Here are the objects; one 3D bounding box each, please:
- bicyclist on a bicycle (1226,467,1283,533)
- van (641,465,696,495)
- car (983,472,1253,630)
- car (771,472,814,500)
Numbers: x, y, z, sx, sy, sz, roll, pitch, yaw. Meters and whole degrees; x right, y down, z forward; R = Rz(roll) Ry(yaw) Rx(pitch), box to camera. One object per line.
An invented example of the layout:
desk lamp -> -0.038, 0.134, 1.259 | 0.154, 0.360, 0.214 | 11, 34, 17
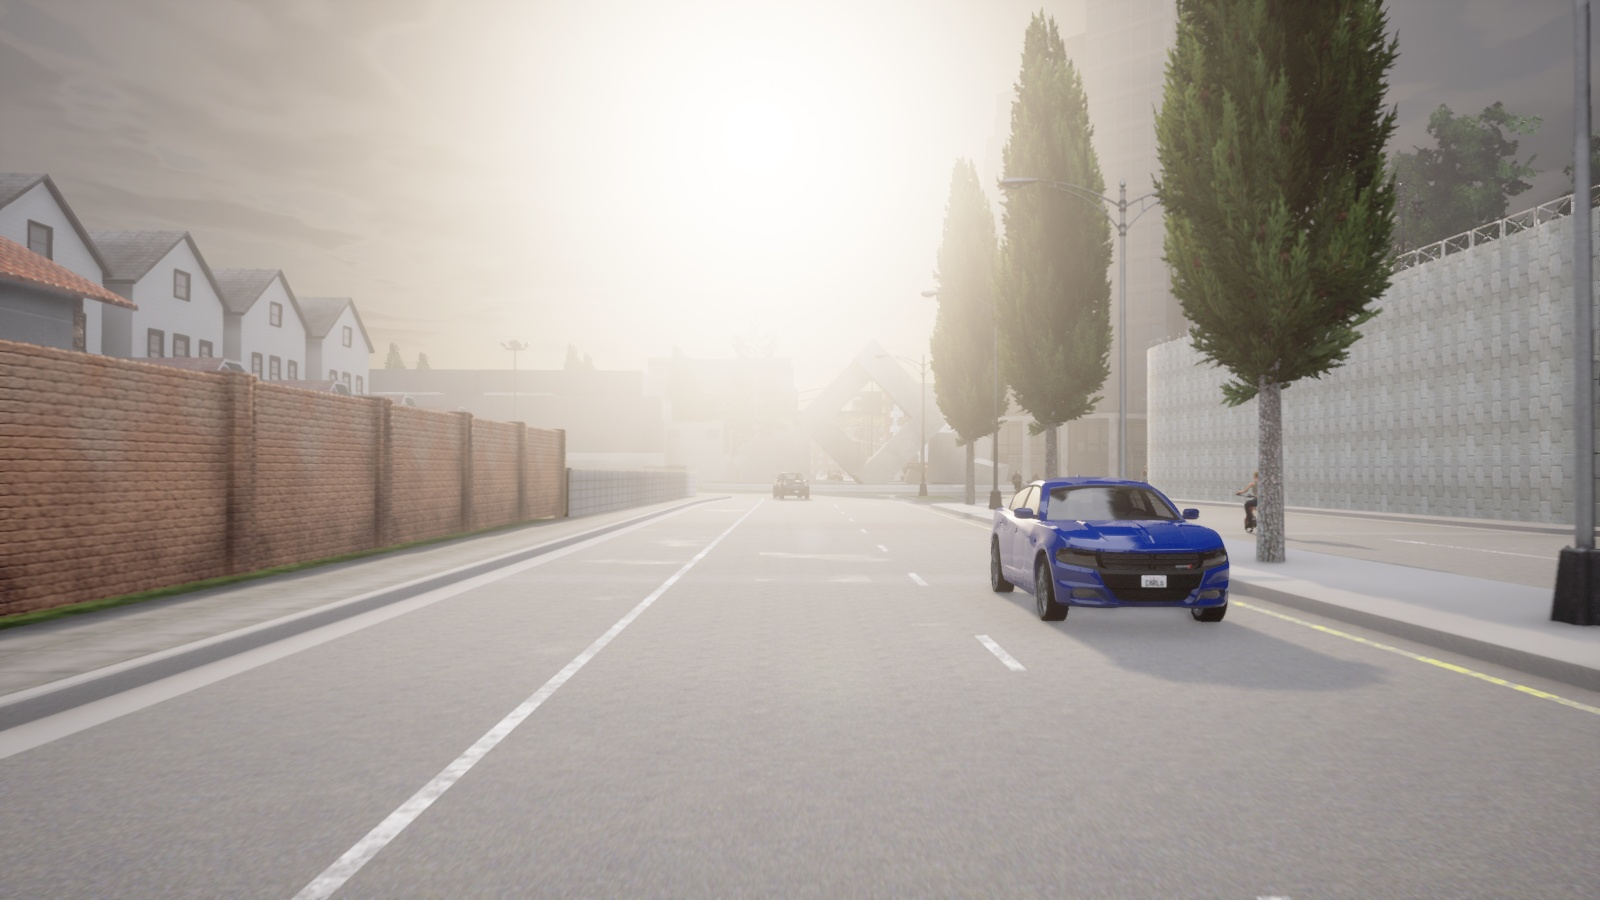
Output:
bicyclist on a bicycle -> 11.415, 1.235, 31.597 | 0.866, 1.612, 1.509 | 0, -1, 0
van -> -9.219, 2.073, 87.764 | 1.775, 1.987, 4.442 | 0, -1, -38
car -> 3.464, 1.026, 14.762 | 1.882, 1.535, 5.008 | 0, -1, 0
car -> -0.444, 2.009, 70.437 | 1.845, 1.501, 3.633 | 0, -1, -9
